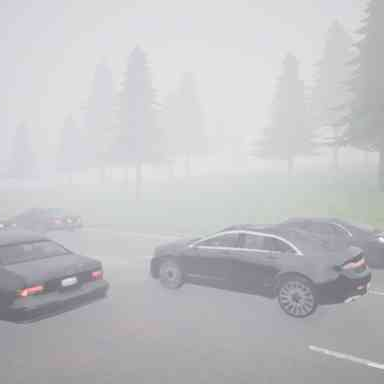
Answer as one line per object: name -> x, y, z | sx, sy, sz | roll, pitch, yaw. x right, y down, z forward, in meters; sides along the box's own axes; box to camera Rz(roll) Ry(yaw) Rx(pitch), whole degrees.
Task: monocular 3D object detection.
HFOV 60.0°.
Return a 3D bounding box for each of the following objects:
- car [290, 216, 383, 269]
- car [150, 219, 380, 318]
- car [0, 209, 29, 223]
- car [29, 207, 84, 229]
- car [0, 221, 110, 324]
car -> 3.442, 1.496, 10.132 | 4.892, 1.490, 1.837 | -1, 0, 36
car -> 1.219, 1.481, 7.418 | 4.902, 1.511, 2.128 | 0, 0, 35
car -> -10.302, 1.508, 15.641 | 5.357, 1.411, 2.033 | 0, 0, 33
car -> -8.193, 1.508, 18.357 | 5.357, 1.411, 2.033 | 0, 0, 38
car -> -4.109, 1.531, 6.922 | 5.357, 1.411, 2.033 | 0, 0, 34
